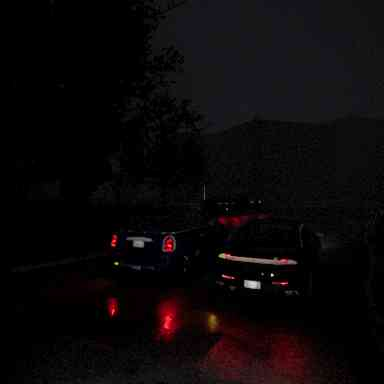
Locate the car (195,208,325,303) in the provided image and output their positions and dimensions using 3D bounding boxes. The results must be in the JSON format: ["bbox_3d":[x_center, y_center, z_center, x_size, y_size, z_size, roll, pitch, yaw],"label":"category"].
[{"bbox_3d":[2.097,1.408,8.191,2.128,1.511,4.902,1,1,25],"label":"car"}]

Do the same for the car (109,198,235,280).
[{"bbox_3d":[-0.440,1.236,10.054,2.097,1.767,4.553,0,2,24],"label":"car"}]

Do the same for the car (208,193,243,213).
[{"bbox_3d":[2.015,1.034,27.071,2.128,1.511,4.902,0,1,-14],"label":"car"}]

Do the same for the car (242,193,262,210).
[{"bbox_3d":[4.337,0.839,29.957,2.097,1.767,4.553,0,1,-20],"label":"car"}]

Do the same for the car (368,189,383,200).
[{"bbox_3d":[27.616,0.325,47.446,2.185,1.767,4.553,-1,1,-23],"label":"car"}]
